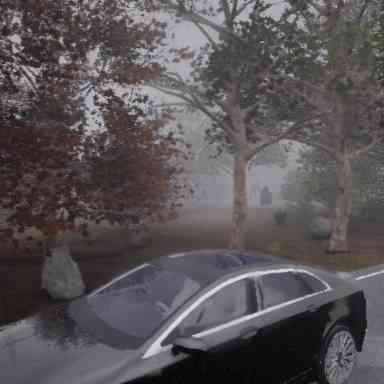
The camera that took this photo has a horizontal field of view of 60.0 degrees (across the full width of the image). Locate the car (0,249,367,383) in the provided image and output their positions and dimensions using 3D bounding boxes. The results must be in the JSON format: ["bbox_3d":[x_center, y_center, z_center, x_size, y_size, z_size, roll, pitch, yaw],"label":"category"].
[{"bbox_3d":[0.038,1.493,3.713,4.902,1.511,2.128,0,0,-35],"label":"car"}]
